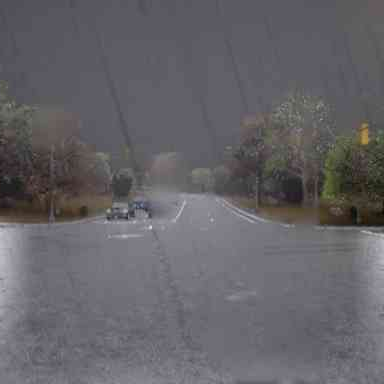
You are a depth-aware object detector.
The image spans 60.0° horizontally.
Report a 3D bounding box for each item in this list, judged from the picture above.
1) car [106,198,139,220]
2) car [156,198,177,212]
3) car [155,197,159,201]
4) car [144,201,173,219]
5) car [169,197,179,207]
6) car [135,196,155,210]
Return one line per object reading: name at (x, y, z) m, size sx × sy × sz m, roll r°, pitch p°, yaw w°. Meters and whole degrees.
car at (-6.972, 1.778, 33.033) m, size 2.097 × 1.767 × 4.553 m, roll 0°, pitch 0°, yaw 2°
car at (-3.362, 1.907, 44.542) m, size 1.812 × 1.442 × 4.674 m, roll 0°, pitch 1°, yaw 0°
car at (-6.707, 1.575, 60.380) m, size 1.895 × 1.301 × 4.718 m, roll 0°, pitch 2°, yaw 1°
car at (-3.421, 1.981, 35.010) m, size 2.033 × 1.411 × 5.357 m, roll 0°, pitch 0°, yaw 0°
car at (-3.268, 1.621, 55.994) m, size 1.837 × 1.490 × 4.892 m, roll 0°, pitch 2°, yaw 1°
car at (-6.859, 1.591, 45.286) m, size 2.150 × 2.045 × 5.566 m, roll 0°, pitch 1°, yaw 0°
